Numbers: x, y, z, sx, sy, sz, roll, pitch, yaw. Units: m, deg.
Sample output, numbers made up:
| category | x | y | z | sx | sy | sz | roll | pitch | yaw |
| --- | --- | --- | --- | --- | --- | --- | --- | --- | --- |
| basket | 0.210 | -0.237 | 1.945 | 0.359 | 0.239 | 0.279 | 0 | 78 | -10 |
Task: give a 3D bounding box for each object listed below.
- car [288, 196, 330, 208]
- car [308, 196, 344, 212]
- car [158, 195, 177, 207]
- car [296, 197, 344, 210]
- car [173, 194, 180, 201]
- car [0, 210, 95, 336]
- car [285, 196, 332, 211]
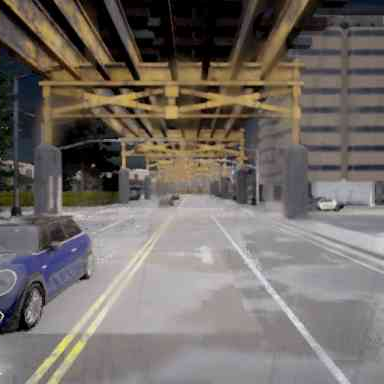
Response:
| category | x | y | z | sx | sy | sz | roll | pitch | yaw |
| --- | --- | --- | --- | --- | --- | --- | --- | --- | --- |
| car | 13.643 | 1.124 | 38.772 | 4.536 | 1.218 | 1.853 | 0 | 0 | 25 |
| car | 13.269 | 1.302 | 34.635 | 4.974 | 1.542 | 2.038 | 0 | 0 | -20 |
| car | -3.496 | 1.403 | 45.440 | 1.895 | 1.301 | 4.718 | 0 | 0 | 0 |
| car | 13.317 | 1.145 | 34.653 | 4.536 | 1.218 | 1.853 | 0 | 0 | -20 |
| car | -3.487 | 1.198 | 70.149 | 2.033 | 1.411 | 5.357 | 0 | 0 | 0 |
| car | -3.595 | 1.335 | 6.795 | 2.097 | 1.767 | 4.553 | 0 | 0 | 0 |
| car | 13.596 | 1.282 | 38.794 | 4.974 | 1.542 | 2.038 | 0 | 0 | 25 |
